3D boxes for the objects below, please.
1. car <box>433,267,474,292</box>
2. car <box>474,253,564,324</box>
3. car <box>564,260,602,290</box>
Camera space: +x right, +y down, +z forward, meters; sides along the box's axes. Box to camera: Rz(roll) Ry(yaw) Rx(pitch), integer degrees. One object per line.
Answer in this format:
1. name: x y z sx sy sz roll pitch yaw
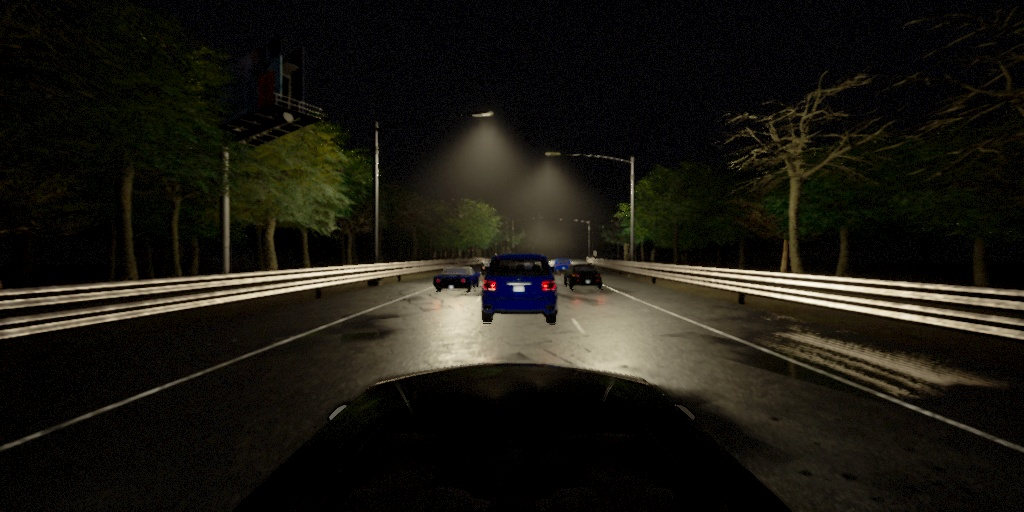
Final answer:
1. car: -2.928 1.244 20.093 1.895 1.301 4.718 0 0 3
2. car: 0.266 0.916 11.940 2.150 2.045 5.566 0 1 2
3. car: 4.144 1.170 21.322 1.812 1.442 4.674 0 0 3
